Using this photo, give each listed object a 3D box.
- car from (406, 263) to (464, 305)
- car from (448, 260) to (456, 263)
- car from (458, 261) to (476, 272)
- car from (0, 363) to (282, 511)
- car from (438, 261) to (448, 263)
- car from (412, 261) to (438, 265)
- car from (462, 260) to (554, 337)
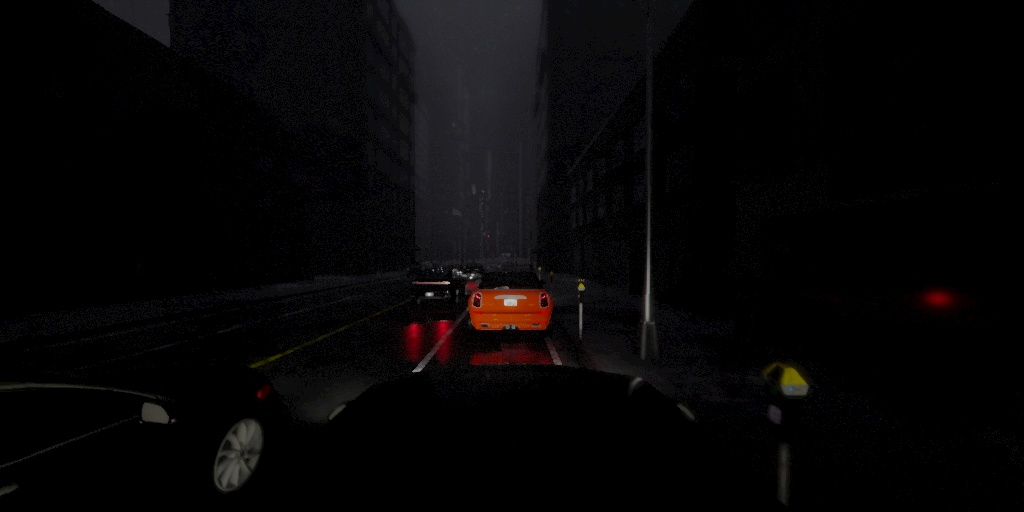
[{"bbox_3d":[-3.145,1.243,16.070,2.128,1.511,4.902,0,0,0],"label":"car"},{"bbox_3d":[-8.909,1.303,45.944,2.007,1.370,4.403,0,0,0],"label":"car"},{"bbox_3d":[-6.145,1.410,49.044,1.895,1.301,4.718,0,0,0],"label":"car"},{"bbox_3d":[-3.145,1.256,1.500,1.837,1.490,4.892,0,0,0],"label":"car"},{"bbox_3d":[-8.909,1.316,40.439,1.948,1.339,4.313,0,0,0],"label":"car"},{"bbox_3d":[-8.909,1.189,34.934,1.967,1.591,4.097,0,0,0],"label":"car"},{"bbox_3d":[-0.032,1.100,10.472,2.097,1.767,4.553,0,0,0],"label":"car"}]
